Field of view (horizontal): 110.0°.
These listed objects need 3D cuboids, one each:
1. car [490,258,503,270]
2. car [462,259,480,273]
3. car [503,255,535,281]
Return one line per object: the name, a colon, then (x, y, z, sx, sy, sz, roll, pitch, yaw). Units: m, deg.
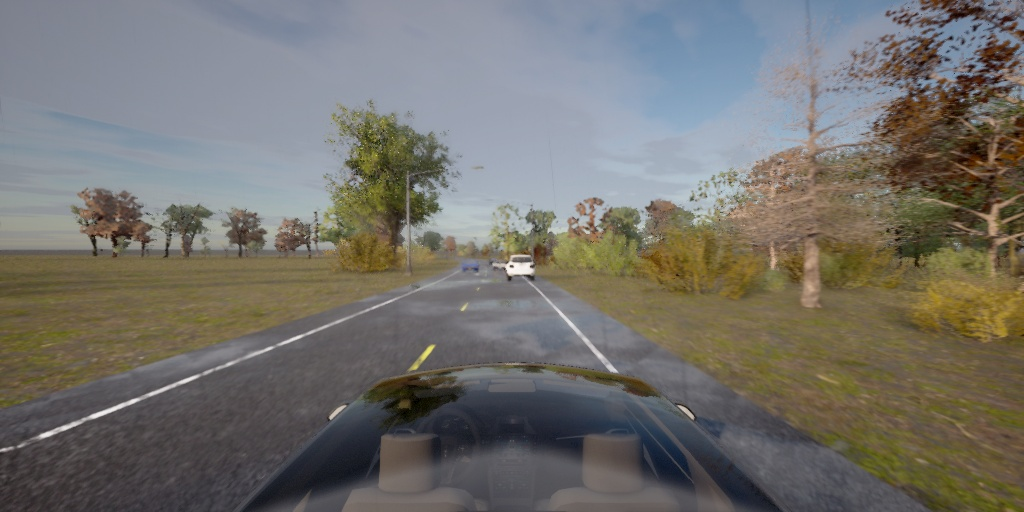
car: (-1.694, 1.256, 49.491, 1.895, 1.301, 4.718, 0, 0, -4)
car: (-4.832, 1.169, 42.470, 1.882, 1.535, 5.008, 0, 0, -3)
car: (0.649, 0.931, 29.808, 2.150, 2.045, 5.566, 0, 0, -2)
